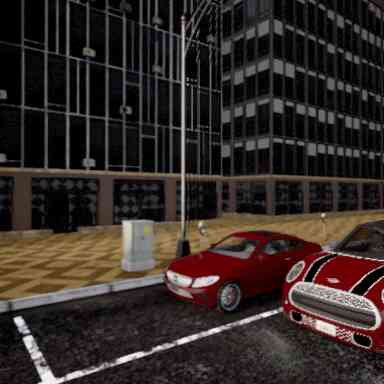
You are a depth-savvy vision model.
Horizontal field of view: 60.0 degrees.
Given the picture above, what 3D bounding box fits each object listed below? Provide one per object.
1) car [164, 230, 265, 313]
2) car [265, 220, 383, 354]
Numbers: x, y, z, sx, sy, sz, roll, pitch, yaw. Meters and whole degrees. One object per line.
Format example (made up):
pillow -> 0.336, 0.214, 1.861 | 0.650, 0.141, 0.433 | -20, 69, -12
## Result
car -> 1.377, 1.565, 7.538 | 4.206, 1.307, 1.802 | 0, 0, -35
car -> 3.731, 1.332, 6.036 | 4.553, 1.767, 2.097 | 0, 0, -35
